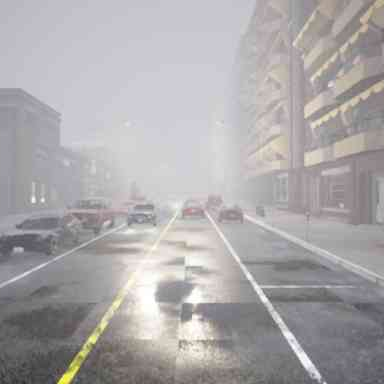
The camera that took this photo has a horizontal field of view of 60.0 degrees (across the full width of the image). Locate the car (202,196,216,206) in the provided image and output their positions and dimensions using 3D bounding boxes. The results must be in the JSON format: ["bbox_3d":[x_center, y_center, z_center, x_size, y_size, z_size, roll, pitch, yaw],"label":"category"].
[{"bbox_3d":[2.700,1.374,52.949,1.947,1.339,4.313,1,0,0],"label":"car"}]

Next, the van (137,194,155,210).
[{"bbox_3d":[-5.645,1.189,41.513,1.690,1.788,3.998,1,0,0],"label":"van"}]

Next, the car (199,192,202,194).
[{"bbox_3d":[2.698,1.282,75.694,2.008,1.369,4.403,1,0,0],"label":"car"}]

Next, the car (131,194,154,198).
[{"bbox_3d":[-5.661,1.183,35.827,2.192,1.841,5.009,1,0,0],"label":"car"}]

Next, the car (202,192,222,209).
[{"bbox_3d":[2.705,1.163,41.574,2.192,1.841,5.009,1,0,0],"label":"car"}]

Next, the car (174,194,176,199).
[{"bbox_3d":[-5.647,1.136,87.007,1.967,1.590,4.097,1,0,0],"label":"car"}]

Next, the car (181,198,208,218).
[{"bbox_3d":[0.093,1.457,28.830,1.994,1.385,4.181,0,0,0],"label":"car"}]

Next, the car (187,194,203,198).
[{"bbox_3d":[0.056,1.325,41.443,1.882,1.535,5.008,0,0,0],"label":"car"}]

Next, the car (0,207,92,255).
[{"bbox_3d":[-5.677,1.517,13.081,1.947,1.339,4.313,1,0,0],"label":"car"}]

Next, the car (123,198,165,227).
[{"bbox_3d":[-3.101,1.422,22.243,1.837,1.490,4.892,0,0,0],"label":"car"}]

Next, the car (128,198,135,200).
[{"bbox_3d":[-5.686,1.471,30.141,1.802,1.307,4.206,1,0,0],"label":"car"}]

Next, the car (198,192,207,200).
[{"bbox_3d":[2.701,1.010,87.067,2.192,1.841,5.009,1,0,0],"label":"car"}]

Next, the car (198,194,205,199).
[{"bbox_3d":[2.696,1.259,92.755,1.802,1.307,4.206,1,0,0],"label":"car"}]

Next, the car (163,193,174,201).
[{"bbox_3d":[-5.648,1.258,75.465,1.752,1.417,4.829,1,0,0],"label":"car"}]

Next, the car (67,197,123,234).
[{"bbox_3d":[-5.673,1.245,18.766,2.192,1.841,5.009,1,0,0],"label":"car"}]

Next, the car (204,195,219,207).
[{"bbox_3d":[2.703,1.268,47.261,1.967,1.590,4.097,1,0,0],"label":"car"}]

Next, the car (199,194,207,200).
[{"bbox_3d":[2.698,1.238,81.551,1.752,1.417,4.829,1,0,0],"label":"car"}]

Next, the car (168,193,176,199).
[{"bbox_3d":[-5.648,1.118,92.695,1.967,1.590,4.097,1,0,0],"label":"car"}]

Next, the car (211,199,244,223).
[{"bbox_3d":[2.702,1.454,24.515,1.887,1.381,4.507,1,0,0],"label":"car"}]
